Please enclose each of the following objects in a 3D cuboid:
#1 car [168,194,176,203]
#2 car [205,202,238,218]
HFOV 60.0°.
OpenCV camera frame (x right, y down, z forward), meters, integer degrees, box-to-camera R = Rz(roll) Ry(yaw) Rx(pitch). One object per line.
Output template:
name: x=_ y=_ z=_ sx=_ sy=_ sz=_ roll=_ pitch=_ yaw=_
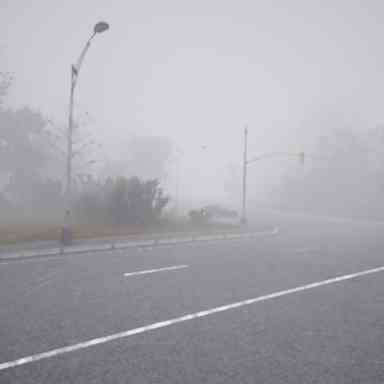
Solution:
car: x=-3.984 y=1.139 z=59.211 sx=1.882 sy=1.535 sz=5.008 roll=2 pitch=2 yaw=-11
car: x=3.099 y=1.886 z=35.431 sx=1.882 sy=1.535 sz=5.008 roll=2 pitch=0 yaw=-22
